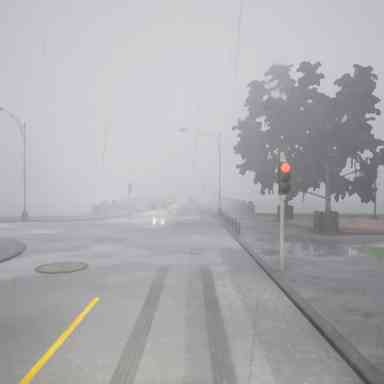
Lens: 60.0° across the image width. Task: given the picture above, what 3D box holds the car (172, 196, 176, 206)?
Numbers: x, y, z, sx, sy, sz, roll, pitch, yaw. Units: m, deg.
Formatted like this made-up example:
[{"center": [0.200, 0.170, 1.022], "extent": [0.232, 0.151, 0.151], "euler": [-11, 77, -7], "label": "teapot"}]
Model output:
[{"center": [-4.061, 1.467, 52.494], "extent": [1.882, 1.535, 5.008], "euler": [0, 0, 0], "label": "car"}]

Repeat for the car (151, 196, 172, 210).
[{"center": [-4.074, 1.483, 42.246], "extent": [2.128, 1.511, 4.902], "euler": [0, 0, 0], "label": "car"}]

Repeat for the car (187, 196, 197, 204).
[{"center": [0.038, 1.534, 61.682], "extent": [2.033, 1.411, 5.357], "euler": [0, 0, 0], "label": "car"}]
